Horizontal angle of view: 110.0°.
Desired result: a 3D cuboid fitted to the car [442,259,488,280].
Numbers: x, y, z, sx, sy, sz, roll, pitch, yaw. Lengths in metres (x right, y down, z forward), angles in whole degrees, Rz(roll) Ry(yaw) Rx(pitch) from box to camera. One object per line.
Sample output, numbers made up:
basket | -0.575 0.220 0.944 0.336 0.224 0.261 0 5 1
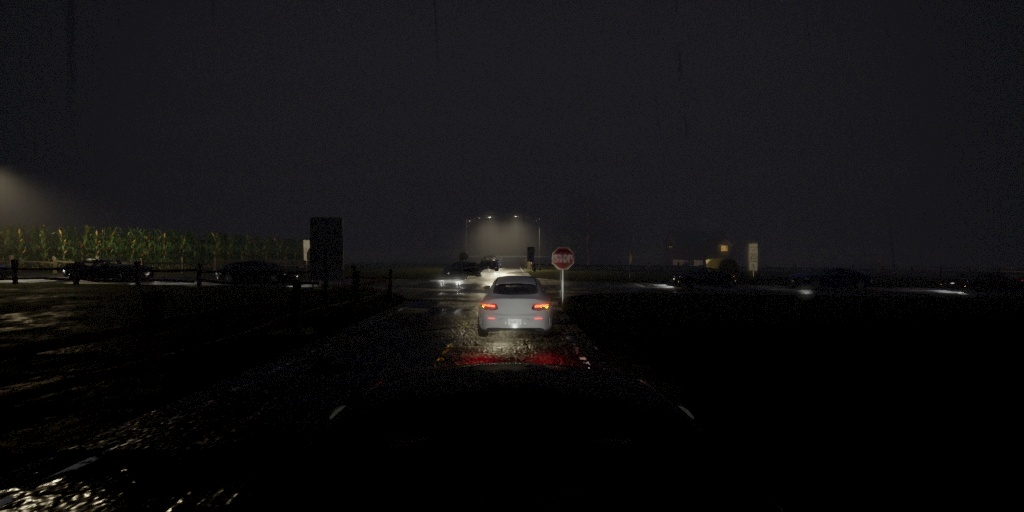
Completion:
car | -4.235 1.225 31.043 1.837 1.490 4.892 1 -1 21

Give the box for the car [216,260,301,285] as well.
car | -16.458 1.052 23.425 4.892 1.490 1.837 1 1 0

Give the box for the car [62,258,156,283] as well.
car | -26.378 0.900 23.571 4.902 1.511 2.128 1 1 1

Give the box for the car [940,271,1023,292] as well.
car | 33.334 1.788 25.456 4.181 1.385 1.994 1 1 1

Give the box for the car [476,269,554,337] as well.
car | 0.132 1.273 10.127 1.812 1.442 4.674 0 0 2

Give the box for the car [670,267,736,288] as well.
car | 13.660 1.495 25.807 4.181 1.385 1.994 1 1 1

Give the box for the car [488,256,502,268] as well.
car | -2.802 0.956 60.360 2.150 2.045 5.566 0 0 0

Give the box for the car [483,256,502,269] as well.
car | -2.827 0.958 45.713 2.150 2.045 5.566 0 0 0

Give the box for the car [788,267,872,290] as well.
car | 22.648 1.540 25.653 5.008 1.535 1.882 0 1 1

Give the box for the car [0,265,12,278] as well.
car | -36.305 0.869 23.754 4.718 1.301 1.895 1 1 1
